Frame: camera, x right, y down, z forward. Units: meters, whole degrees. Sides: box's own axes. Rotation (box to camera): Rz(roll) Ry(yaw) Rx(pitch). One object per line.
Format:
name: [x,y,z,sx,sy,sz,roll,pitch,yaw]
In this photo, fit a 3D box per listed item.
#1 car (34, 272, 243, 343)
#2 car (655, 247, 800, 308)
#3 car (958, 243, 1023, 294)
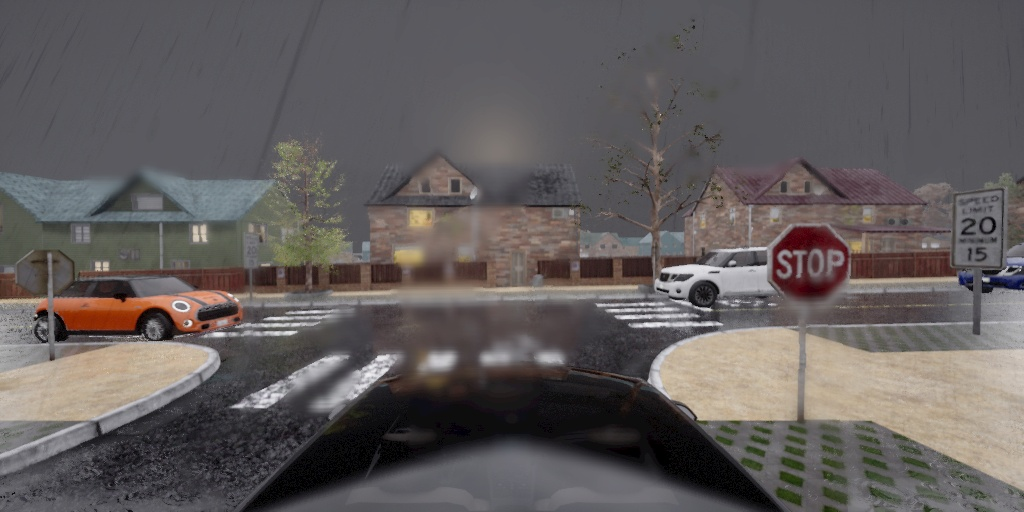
car: [-10.281,1.315,10.101,4.553,1.767,2.097,-1,1,4]
car: [8.257,0.697,13.213,5.566,2.045,2.150,-1,1,0]
car: [20.182,0.410,13.189,5.566,2.045,2.150,-2,1,1]
